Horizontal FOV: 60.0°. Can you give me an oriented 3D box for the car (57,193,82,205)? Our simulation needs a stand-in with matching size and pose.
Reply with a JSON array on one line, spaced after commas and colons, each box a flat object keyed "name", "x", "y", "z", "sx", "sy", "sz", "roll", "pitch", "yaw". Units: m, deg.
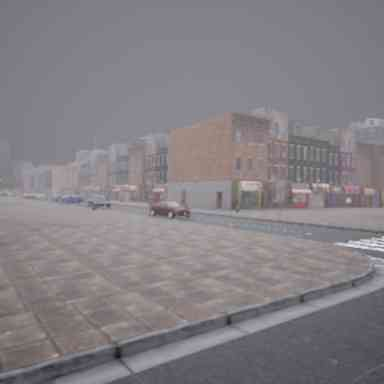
[{"name": "car", "x": -17.810, "y": 1.038, "z": 48.806, "sx": 1.882, "sy": 1.535, "sz": 5.008, "roll": 1, "pitch": 0, "yaw": -35}]

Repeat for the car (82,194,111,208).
[{"name": "car", "x": -11.310, "y": 1.222, "z": 40.287, "sx": 1.947, "sy": 1.339, "sz": 4.313, "roll": 1, "pitch": 0, "yaw": -35}]

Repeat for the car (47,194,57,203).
[{"name": "car", "x": -21.860, "y": 1.010, "z": 54.517, "sx": 1.837, "sy": 1.490, "sz": 4.892, "roll": 1, "pitch": 0, "yaw": -35}]

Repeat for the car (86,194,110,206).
[{"name": "car", "x": -13.779, "y": 1.091, "z": 48.505, "sx": 1.882, "sy": 1.535, "sz": 5.008, "roll": 1, "pitch": 0, "yaw": -35}]

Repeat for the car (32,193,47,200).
[{"name": "car", "x": -30.357, "y": 0.956, "z": 67.190, "sx": 2.008, "sy": 1.369, "sz": 4.403, "roll": 1, "pitch": 0, "yaw": -35}]

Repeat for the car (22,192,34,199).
[{"name": "car", "x": -39.782, "y": 0.835, "z": 80.503, "sx": 1.752, "sy": 1.417, "sz": 4.829, "roll": 1, "pitch": 0, "yaw": -35}]

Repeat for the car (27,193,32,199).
[{"name": "car", "x": -33.531, "y": 0.916, "z": 71.674, "sx": 1.887, "sy": 1.381, "sz": 4.507, "roll": 1, "pitch": 0, "yaw": -35}]

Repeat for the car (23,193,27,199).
[{"name": "car", "x": -36.706, "y": 0.884, "z": 76.158, "sx": 1.887, "sy": 1.381, "sz": 4.507, "roll": 1, "pitch": 0, "yaw": -35}]

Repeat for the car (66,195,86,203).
[{"name": "car", "x": -20.089, "y": 1.128, "z": 57.416, "sx": 1.895, "sy": 1.301, "sz": 4.718, "roll": 1, "pitch": 0, "yaw": -35}]

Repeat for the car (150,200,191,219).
[{"name": "car", "x": -1.787, "y": 1.360, "z": 26.837, "sx": 1.887, "sy": 1.381, "sz": 4.507, "roll": 1, "pitch": 0, "yaw": -35}]
